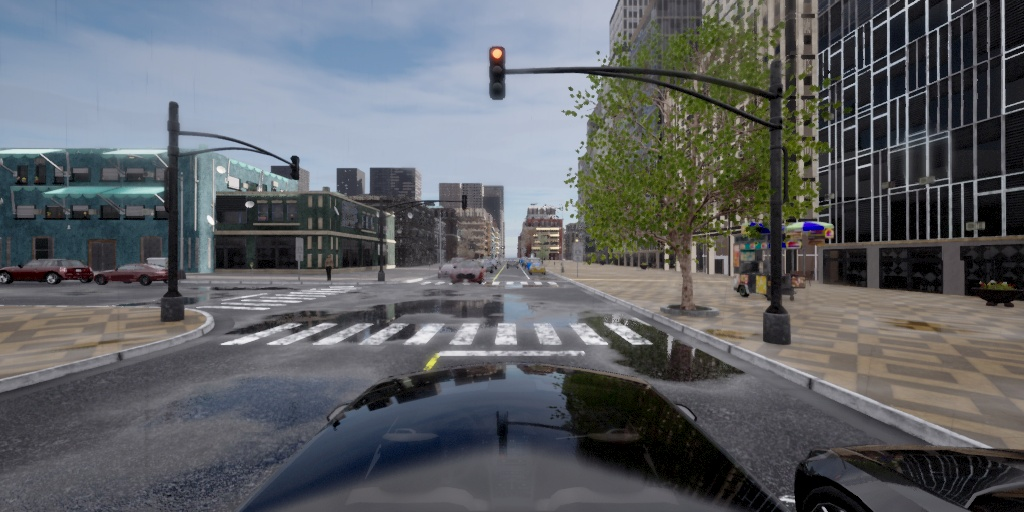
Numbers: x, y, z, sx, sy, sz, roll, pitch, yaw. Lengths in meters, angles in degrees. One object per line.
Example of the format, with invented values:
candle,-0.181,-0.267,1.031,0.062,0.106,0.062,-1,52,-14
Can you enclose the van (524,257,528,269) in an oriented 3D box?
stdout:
van,2.688,1.094,44.085,1.690,1.789,3.998,0,0,0

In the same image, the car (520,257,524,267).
car,2.687,1.305,55.187,2.007,1.370,4.403,0,0,0

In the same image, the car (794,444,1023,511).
car,2.691,1.316,0.504,1.948,1.339,4.313,0,0,0

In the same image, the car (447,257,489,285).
car,-3.098,1.103,26.216,2.097,1.767,4.553,0,0,0

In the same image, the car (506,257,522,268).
car,0.098,1.246,59.557,2.128,1.511,4.902,0,0,0

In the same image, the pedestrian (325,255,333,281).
pedestrian,-12.751,0.788,24.984,0.375,1.860,0.375,0,-1,-1

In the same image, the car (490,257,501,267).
car,-3.077,1.302,53.270,2.033,1.411,5.357,0,0,0

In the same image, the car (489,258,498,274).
car,-3.090,1.245,40.850,2.128,1.511,4.902,0,0,0

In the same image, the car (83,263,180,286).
car,-22.822,1.090,21.892,4.207,1.307,1.802,0,0,-1

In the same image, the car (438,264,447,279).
car,-5.691,1.334,32.979,1.802,1.307,4.207,0,0,0

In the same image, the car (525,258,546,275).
car,2.689,1.278,38.703,1.751,1.417,4.829,0,0,0

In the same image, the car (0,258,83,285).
car,-28.370,0.879,21.814,4.097,1.591,1.967,0,0,-1
